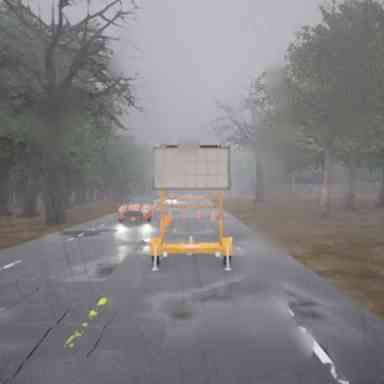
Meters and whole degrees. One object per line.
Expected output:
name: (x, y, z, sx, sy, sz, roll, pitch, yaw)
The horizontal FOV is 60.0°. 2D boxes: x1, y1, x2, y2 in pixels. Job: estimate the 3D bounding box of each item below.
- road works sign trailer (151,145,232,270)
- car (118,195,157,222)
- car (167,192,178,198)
road works sign trailer: (-0.017, 0.327, 10.468, 2.380, 3.560, 2.880, 0, 1, 0)
car: (-3.636, 1.039, 22.742, 2.097, 1.767, 4.553, 0, 1, 0)
car: (-3.657, 0.693, 63.196, 2.128, 1.511, 4.902, 0, 1, 0)
